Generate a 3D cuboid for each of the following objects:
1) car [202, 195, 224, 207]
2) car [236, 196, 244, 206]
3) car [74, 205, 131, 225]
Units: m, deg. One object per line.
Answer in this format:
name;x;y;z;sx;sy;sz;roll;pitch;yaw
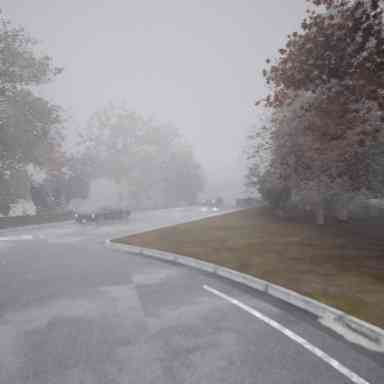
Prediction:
car;3.079;1.224;47.999;2.097;1.767;4.553;-1;0;23
car;8.105;1.260;50.627;1.882;1.535;5.008;-1;0;23
car;-6.594;1.677;24.976;1.895;1.301;4.718;-1;0;23
